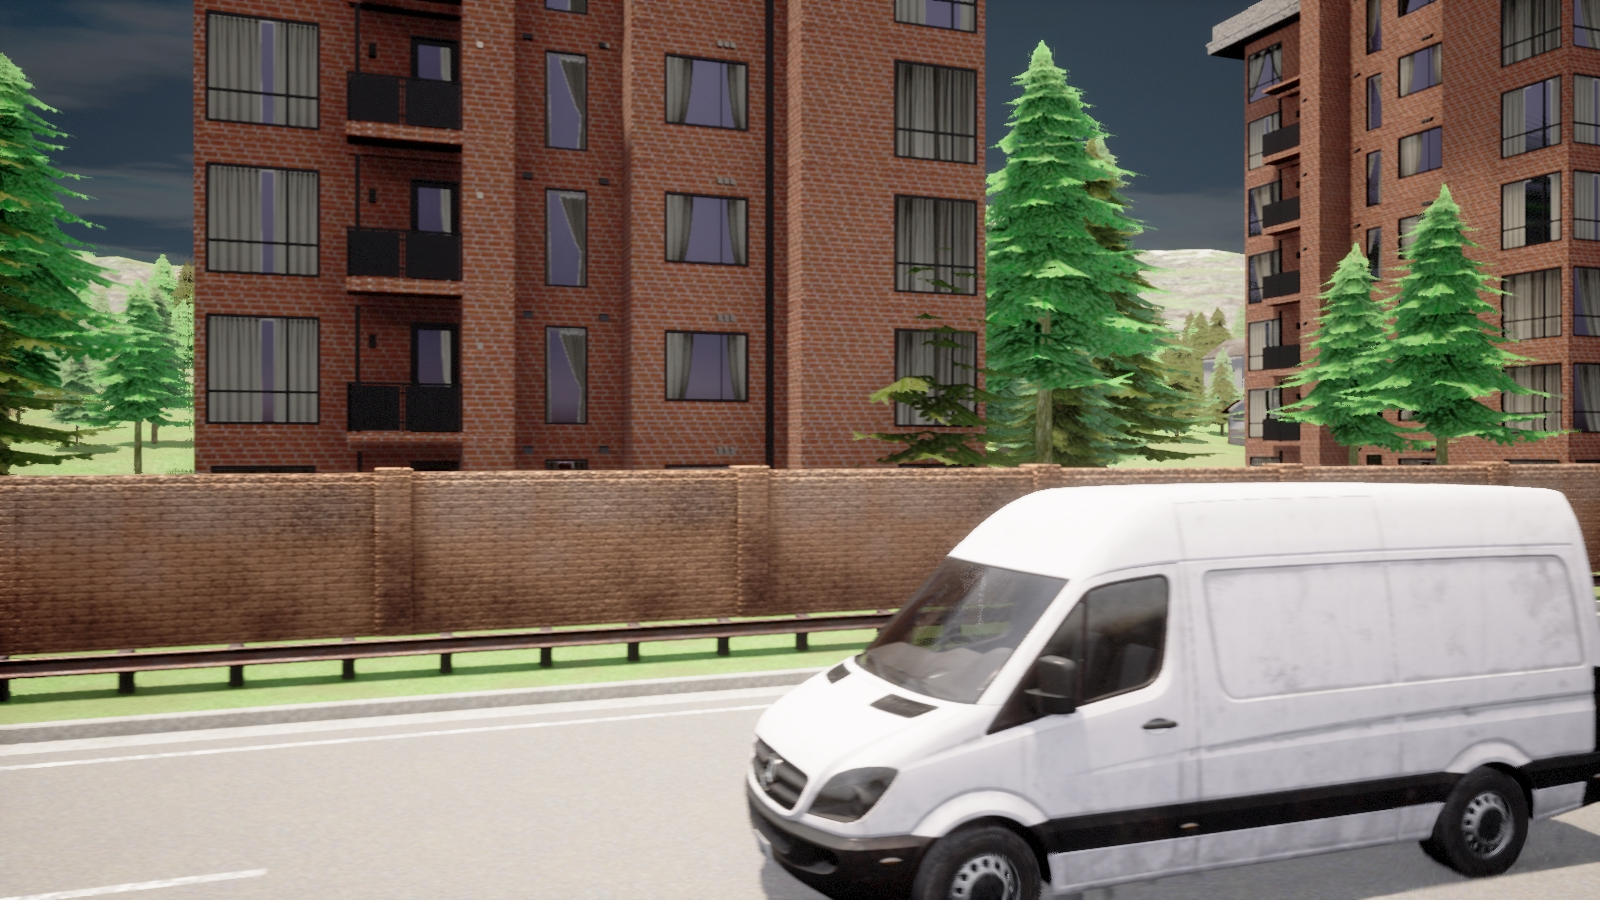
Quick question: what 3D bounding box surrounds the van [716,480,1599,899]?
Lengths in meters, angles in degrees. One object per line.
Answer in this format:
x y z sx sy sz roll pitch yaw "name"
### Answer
2.544 1.531 7.831 5.915 2.561 1.988 0 0 -18 "van"
